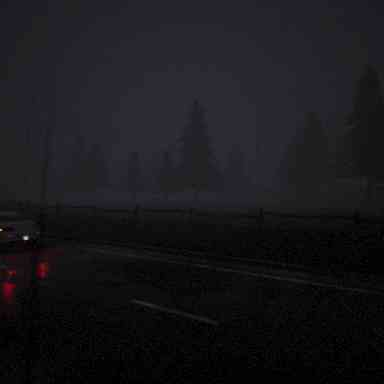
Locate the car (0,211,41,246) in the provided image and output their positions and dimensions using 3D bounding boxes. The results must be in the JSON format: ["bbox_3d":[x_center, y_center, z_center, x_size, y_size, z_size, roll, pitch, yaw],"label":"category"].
[{"bbox_3d":[-8.278,1.538,14.141,4.674,1.442,1.812,0,0,35],"label":"car"}]
